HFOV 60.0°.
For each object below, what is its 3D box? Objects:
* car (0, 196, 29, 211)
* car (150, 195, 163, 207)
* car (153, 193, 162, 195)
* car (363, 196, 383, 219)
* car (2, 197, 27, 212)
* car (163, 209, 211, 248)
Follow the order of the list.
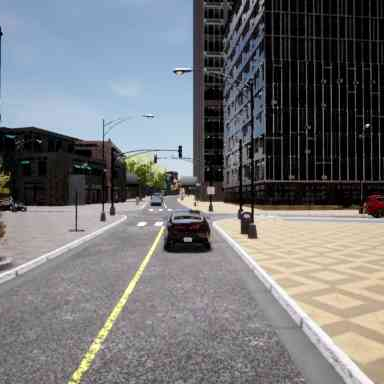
[{"bbox_3d":[-22.470,1.404,40.337,4.553,1.767,2.097,0,-1,18],"label":"car"},{"bbox_3d":[-5.735,1.560,53.299,2.033,1.411,5.357,0,0,-6],"label":"car"},{"bbox_3d":[-7.164,1.243,68.798,2.150,2.045,5.566,0,0,-5],"label":"car"},{"bbox_3d":[15.765,1.188,25.206,5.009,1.841,2.192,0,-1,18],"label":"car"},{"bbox_3d":[-20.555,1.568,37.121,4.313,1.339,1.947,0,-1,18],"label":"car"},{"bbox_3d":[-0.226,1.510,14.698,1.837,1.490,4.892,0,0,-2],"label":"car"}]
